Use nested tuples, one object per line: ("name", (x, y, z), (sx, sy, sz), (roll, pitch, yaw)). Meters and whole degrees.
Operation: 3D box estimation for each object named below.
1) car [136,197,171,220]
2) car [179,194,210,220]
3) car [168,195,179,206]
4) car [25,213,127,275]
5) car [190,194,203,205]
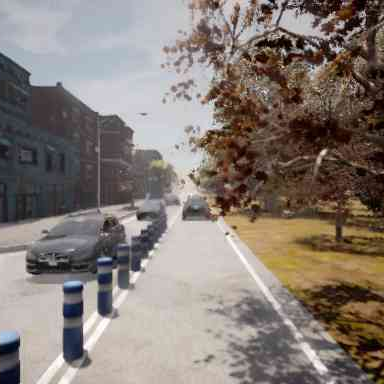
("car", (-3.122, 1.382, 26.415), (2.033, 1.411, 5.357), (0, 1, 1))
("car", (0.335, 1.185, 26.708), (2.097, 1.767, 4.553), (0, 0, 1))
("car", (-2.705, 1.172, 46.846), (1.837, 1.490, 4.892), (0, 0, 1))
("car", (-3.298, 1.456, 10.365), (1.837, 1.490, 4.892), (0, 0, 0))
("car", (0.743, 1.116, 52.835), (1.837, 1.490, 4.892), (0, 1, 1))
